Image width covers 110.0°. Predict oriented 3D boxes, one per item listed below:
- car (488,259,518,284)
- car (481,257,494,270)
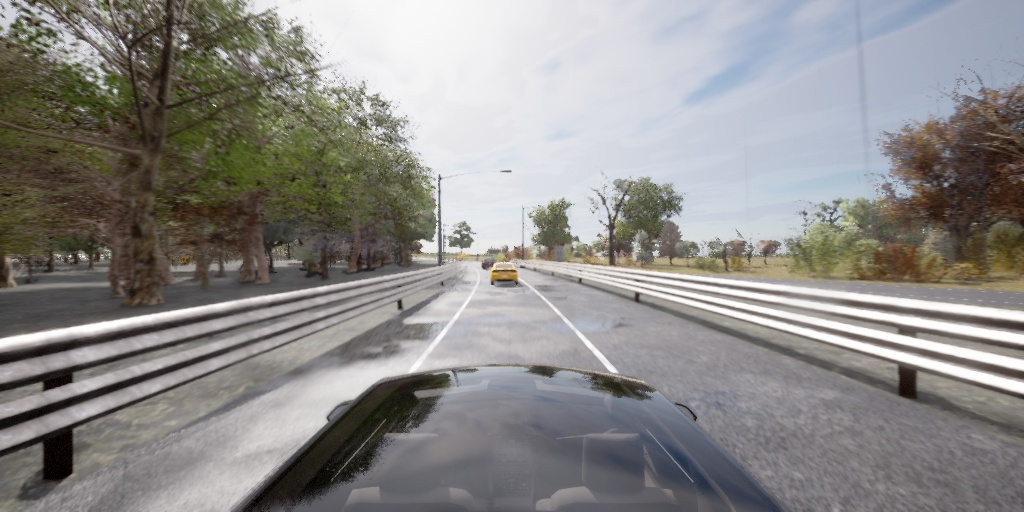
[{"bbox_3d":[-0.666,1.224,26.811,1.882,1.535,5.008,0,0,-4],"label":"car"},{"bbox_3d":[-3.491,1.076,53.811,2.097,1.767,4.553,0,0,-8],"label":"car"}]
